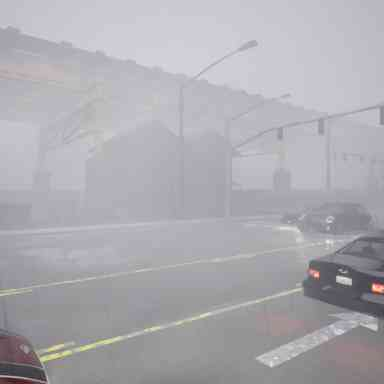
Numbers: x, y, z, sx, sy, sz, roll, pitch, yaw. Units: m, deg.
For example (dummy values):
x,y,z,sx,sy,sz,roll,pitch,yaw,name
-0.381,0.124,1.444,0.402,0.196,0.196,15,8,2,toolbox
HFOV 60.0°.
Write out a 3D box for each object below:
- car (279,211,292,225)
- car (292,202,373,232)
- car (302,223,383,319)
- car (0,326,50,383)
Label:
x,y,z,sx,sy,sz,roll,pitch,yaw,name
8.400,1.547,22.890,5.357,1.411,2.033,0,0,-36,car
7.915,1.352,18.244,4.553,1.767,2.097,0,0,-36,car
4.631,1.547,7.092,5.357,1.411,2.033,0,0,-35,car
-3.048,1.352,1.573,4.553,1.767,2.097,0,0,-36,car
